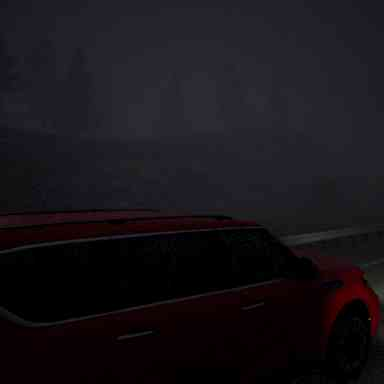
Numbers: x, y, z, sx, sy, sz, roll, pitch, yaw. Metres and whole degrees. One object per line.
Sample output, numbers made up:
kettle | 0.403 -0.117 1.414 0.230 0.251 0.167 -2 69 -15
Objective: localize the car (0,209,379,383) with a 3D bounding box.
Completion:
car | -0.156 1.219 3.712 5.566 2.045 2.150 0 0 -36
